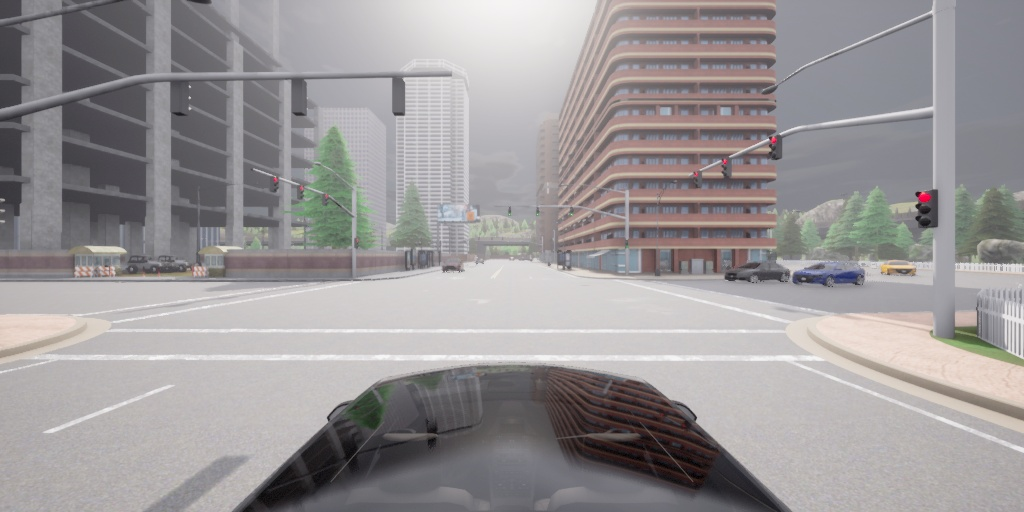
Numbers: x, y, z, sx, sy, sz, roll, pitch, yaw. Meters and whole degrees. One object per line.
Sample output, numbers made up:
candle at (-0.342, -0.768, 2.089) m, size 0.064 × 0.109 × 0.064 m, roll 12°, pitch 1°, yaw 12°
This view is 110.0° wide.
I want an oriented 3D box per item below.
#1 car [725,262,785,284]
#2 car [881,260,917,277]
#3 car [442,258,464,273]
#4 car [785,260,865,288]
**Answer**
car at (17.918, 1.198, 26.136) m, size 4.892 × 1.490 × 1.837 m, roll 0°, pitch 0°, yaw -17°
car at (38.016, 1.171, 35.344) m, size 1.882 × 1.535 × 5.008 m, roll 0°, pitch 0°, yaw 38°
car at (-7.003, 1.048, 42.778) m, size 2.097 × 1.767 × 4.553 m, roll 0°, pitch 0°, yaw 0°
car at (20.563, 1.171, 23.278) m, size 5.008 × 1.535 × 1.882 m, roll 0°, pitch 0°, yaw -21°
